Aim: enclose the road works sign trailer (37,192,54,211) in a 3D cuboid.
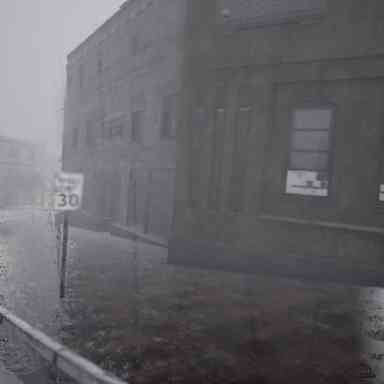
[{"bbox_3d":[-20.746,1.452,48.897,3.560,2.880,2.380,4,-1,40],"label":"road works sign trailer"}]
